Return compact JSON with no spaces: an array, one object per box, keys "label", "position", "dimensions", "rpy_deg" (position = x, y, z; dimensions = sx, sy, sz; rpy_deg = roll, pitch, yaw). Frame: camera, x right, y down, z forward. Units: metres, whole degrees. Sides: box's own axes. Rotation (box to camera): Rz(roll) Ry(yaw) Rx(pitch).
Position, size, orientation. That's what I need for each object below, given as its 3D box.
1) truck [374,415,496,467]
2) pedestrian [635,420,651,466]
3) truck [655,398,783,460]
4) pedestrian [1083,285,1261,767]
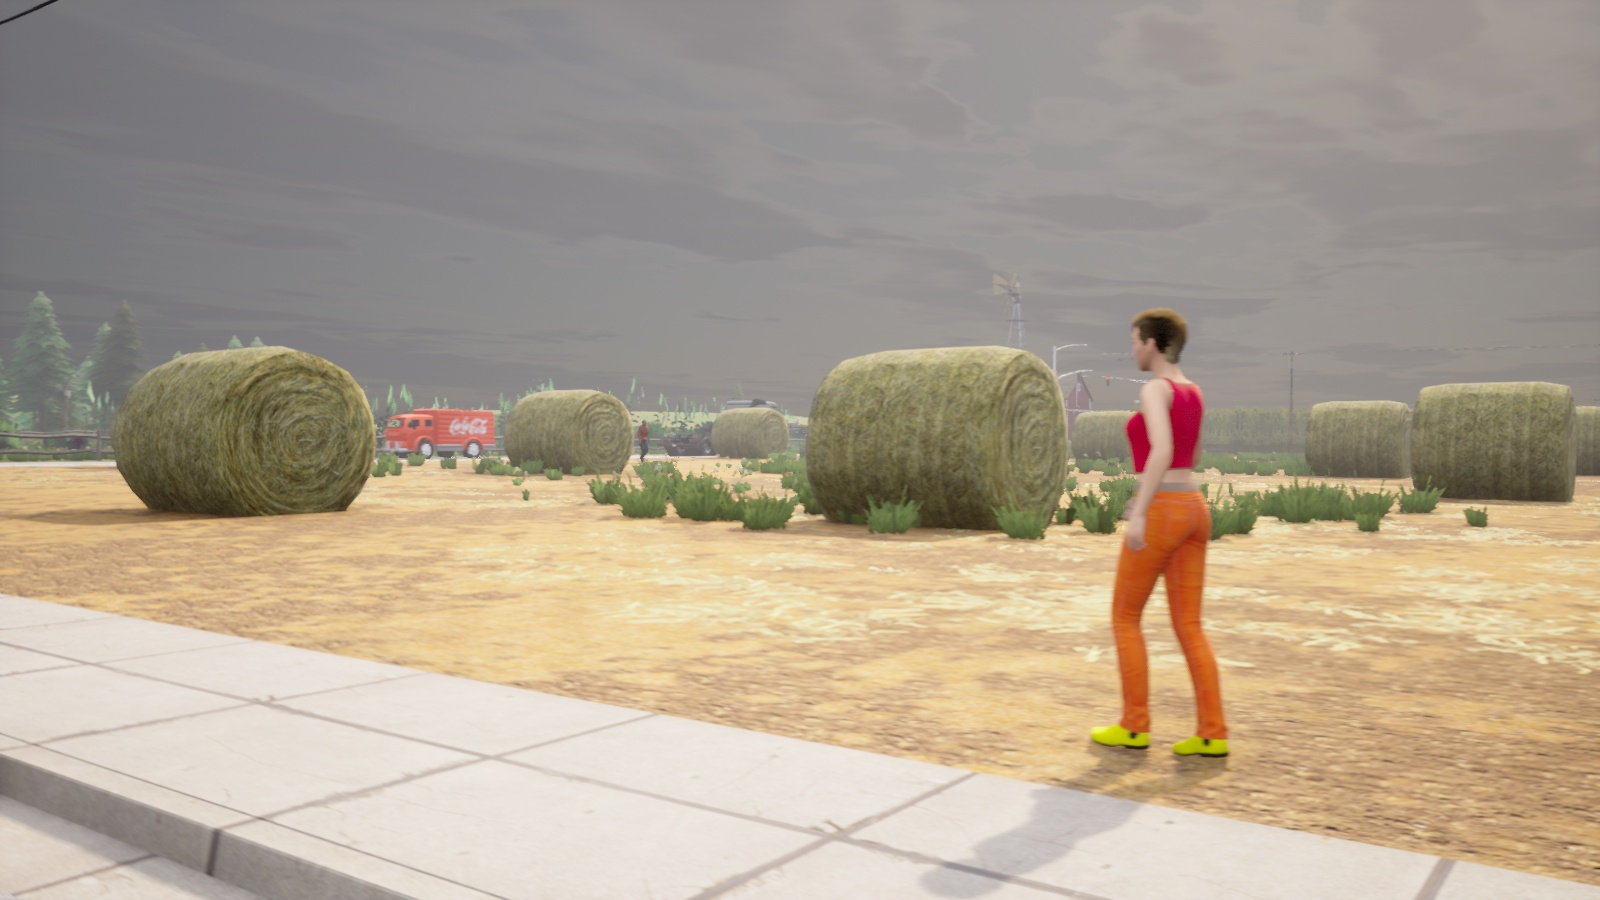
[{"label":"truck","position":[-17.948,-0.459,62.034],"dimensions":[2.627,2.467,5.204],"rpy_deg":[0,1,38]},{"label":"pedestrian","position":[-6.313,-0.275,50.536],"dimensions":[0.331,1.846,0.636],"rpy_deg":[-1,1,-41]},{"label":"truck","position":[-4.621,-1.224,73.316],"dimensions":[2.891,3.462,7.936],"rpy_deg":[0,1,38]},{"label":"pedestrian","position":[1.510,0.287,5.125],"dimensions":[0.345,1.836,0.594],"rpy_deg":[-1,1,-39]}]
